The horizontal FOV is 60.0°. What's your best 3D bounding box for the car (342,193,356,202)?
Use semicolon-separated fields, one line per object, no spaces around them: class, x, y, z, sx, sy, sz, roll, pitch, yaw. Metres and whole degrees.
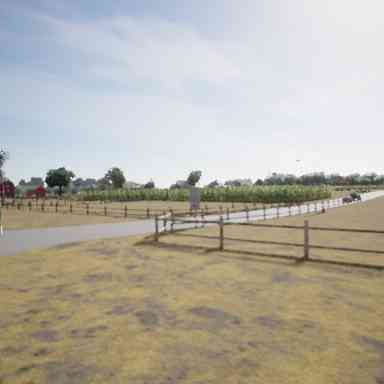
car;39.722;1.750;85.084;1.882;1.535;5.008;-2;0;36
